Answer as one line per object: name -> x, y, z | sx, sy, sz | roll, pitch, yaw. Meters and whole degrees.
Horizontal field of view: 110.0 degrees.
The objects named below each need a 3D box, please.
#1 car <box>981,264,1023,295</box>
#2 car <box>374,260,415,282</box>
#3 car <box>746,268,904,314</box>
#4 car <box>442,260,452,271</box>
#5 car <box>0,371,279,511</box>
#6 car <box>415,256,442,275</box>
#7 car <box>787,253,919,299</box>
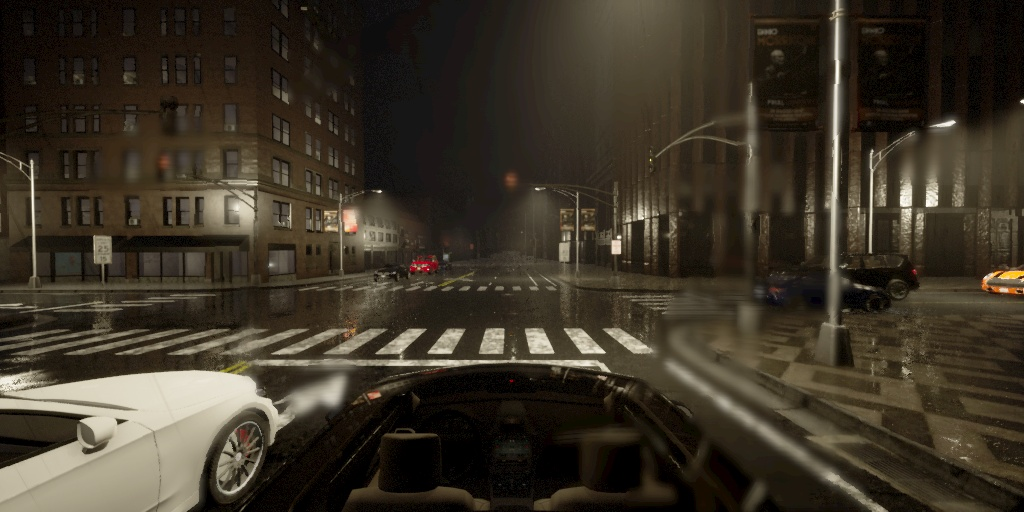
car -> 24.537, 0.961, 16.260 | 4.553, 1.767, 2.097 | 0, 1, 0
car -> -9.761, 1.278, 29.577 | 1.812, 1.442, 4.674 | 0, 0, 1
car -> 11.042, 1.281, 13.104 | 4.181, 1.385, 1.994 | 0, 1, 0
car -> -9.689, 1.301, 50.601 | 2.033, 1.411, 5.357 | 0, 0, 0
car -> -3.159, 1.276, 1.425 | 1.812, 1.442, 4.674 | 0, 0, 2
car -> -9.726, 0.976, 40.245 | 2.150, 2.045, 5.566 | 0, 0, 0
car -> 14.868, 0.868, 16.250 | 5.566, 2.045, 2.150 | 0, 1, 1
